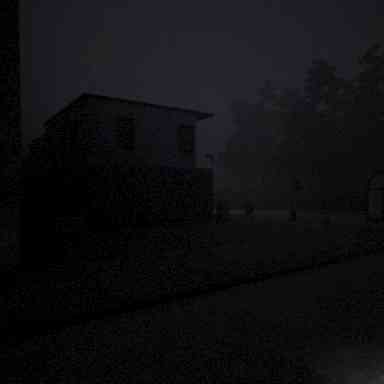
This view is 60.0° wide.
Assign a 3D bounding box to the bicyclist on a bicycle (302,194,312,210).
[{"bbox_3d":[12.228,1.055,35.363,1.656,1.620,0.582,-1,1,-36],"label":"bicyclist on a bicycle"}]
